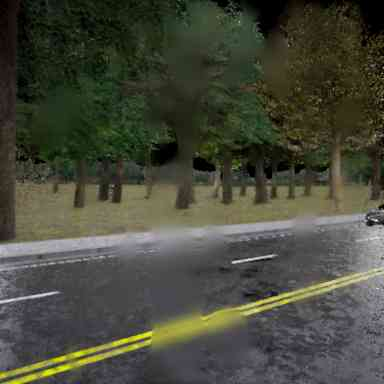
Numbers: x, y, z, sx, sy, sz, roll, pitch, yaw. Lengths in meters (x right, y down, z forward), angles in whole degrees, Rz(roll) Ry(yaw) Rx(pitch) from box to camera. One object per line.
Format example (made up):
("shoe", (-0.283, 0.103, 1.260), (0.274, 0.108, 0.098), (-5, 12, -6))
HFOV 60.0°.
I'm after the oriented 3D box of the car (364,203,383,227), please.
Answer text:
("car", (12.634, 1.397, 20.682), (4.892, 1.490, 1.837), (-1, 0, -35))
